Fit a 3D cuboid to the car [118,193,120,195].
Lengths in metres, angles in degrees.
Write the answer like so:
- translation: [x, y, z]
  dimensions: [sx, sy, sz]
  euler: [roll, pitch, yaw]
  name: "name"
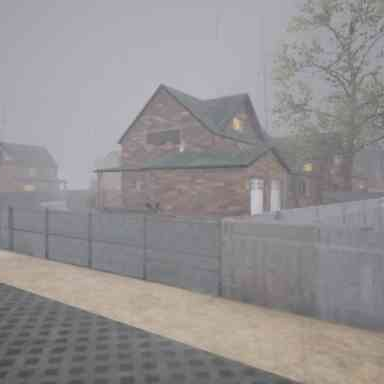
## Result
- translation: [-8.439, 0.574, 43.225]
  dimensions: [1.882, 1.535, 5.008]
  euler: [1, 2, 35]
  name: "car"
